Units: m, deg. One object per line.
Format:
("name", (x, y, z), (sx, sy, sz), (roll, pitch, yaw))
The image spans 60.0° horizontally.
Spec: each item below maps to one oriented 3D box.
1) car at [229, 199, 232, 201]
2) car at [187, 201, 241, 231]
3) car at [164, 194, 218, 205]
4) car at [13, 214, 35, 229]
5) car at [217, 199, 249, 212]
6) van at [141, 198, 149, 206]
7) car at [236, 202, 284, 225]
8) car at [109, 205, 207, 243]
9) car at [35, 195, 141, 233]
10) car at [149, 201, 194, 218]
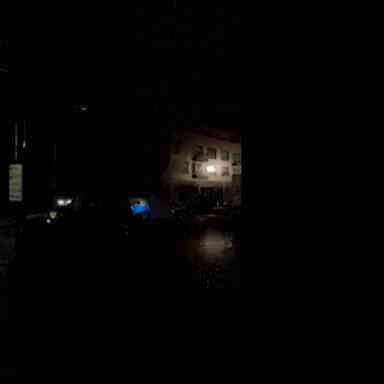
("car", (6.138, 1.568, 36.642), (1.895, 1.301, 4.718), (0, 0, 36))
("car", (1.939, 1.518, 20.691), (1.752, 1.417, 4.829), (0, 0, 36))
("car", (0.083, 1.195, 28.284), (2.150, 2.045, 5.566), (0, 0, 36))
("car", (-8.500, 1.488, 20.806), (1.752, 1.417, 4.829), (0, 0, 36))
("car", (4.890, 1.524, 39.319), (1.947, 1.339, 4.313), (0, 0, 36))
("van", (-5.078, 1.305, 25.537), (1.690, 1.788, 3.998), (0, 0, 36))
("car", (5.261, 1.518, 25.285), (1.752, 1.417, 4.829), (0, 0, 36))
("car", (-1.482, 1.541, 15.962), (2.008, 1.369, 4.403), (0, 0, 36))
("car", (-5.992, 1.194, 19.891), (2.150, 2.045, 5.566), (0, 0, 36))
("car", (-1.756, 1.546, 30.132), (1.802, 1.307, 4.206), (0, 0, 36))
